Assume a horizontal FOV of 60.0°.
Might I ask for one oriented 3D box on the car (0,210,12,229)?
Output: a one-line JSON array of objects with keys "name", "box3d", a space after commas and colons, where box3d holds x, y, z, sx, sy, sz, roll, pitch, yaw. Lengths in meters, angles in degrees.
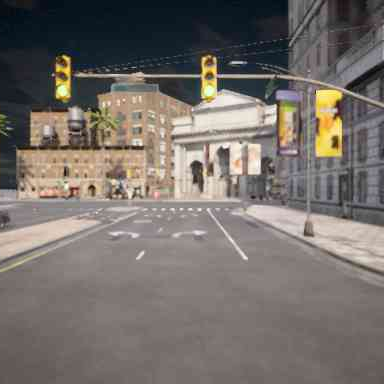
[{"name": "car", "box3d": [-11.595, 1.413, 17.319, 2.033, 1.411, 5.357, 0, 0, 0]}]
